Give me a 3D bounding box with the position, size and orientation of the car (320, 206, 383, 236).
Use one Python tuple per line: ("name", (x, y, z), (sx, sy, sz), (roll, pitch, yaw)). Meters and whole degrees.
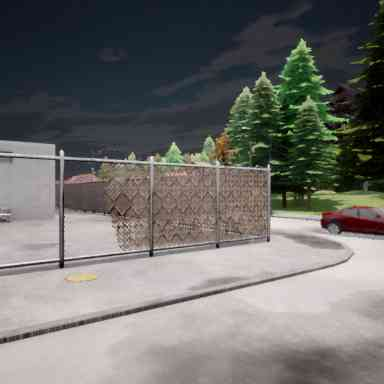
("car", (8.993, 1.478, 16.710), (1.882, 1.535, 5.008), (0, 0, -38))
